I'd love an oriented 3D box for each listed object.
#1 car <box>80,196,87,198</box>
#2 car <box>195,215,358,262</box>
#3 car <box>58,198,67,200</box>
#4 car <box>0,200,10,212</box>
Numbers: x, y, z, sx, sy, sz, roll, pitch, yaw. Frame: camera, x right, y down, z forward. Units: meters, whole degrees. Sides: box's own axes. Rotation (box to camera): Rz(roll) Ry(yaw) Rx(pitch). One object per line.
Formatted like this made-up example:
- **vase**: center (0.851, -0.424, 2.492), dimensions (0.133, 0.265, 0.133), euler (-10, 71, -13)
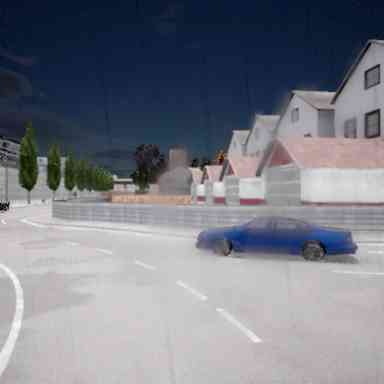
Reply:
- **car**: center (-24.130, 1.615, 74.452), dimensions (1.994, 1.385, 4.181), euler (0, 0, -8)
- **car**: center (2.877, 1.553, 11.855), dimensions (5.357, 1.411, 2.033), euler (0, 0, 17)
- **car**: center (-21.374, 1.683, 55.391), dimensions (1.994, 1.385, 4.181), euler (0, 0, -8)
- **car**: center (-22.430, 1.594, 37.794), dimensions (2.128, 1.511, 4.902), euler (0, 0, -8)
